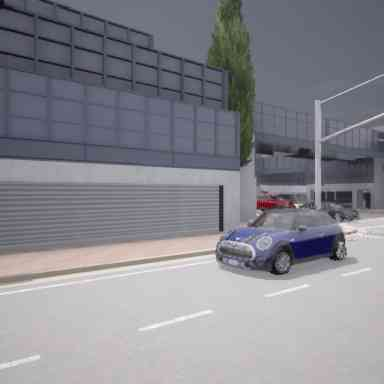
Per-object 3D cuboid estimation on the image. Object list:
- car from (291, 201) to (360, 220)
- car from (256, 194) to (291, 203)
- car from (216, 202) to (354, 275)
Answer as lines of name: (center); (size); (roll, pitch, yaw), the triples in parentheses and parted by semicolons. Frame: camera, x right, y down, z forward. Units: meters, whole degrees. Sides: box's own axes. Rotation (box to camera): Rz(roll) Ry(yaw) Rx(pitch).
car: (10.622, 1.505, 26.176); (1.837, 1.490, 4.892); (0, 0, -35)
car: (8.213, 1.221, 35.320); (2.150, 2.045, 5.566); (0, 0, -37)
car: (2.909, 1.352, 10.573); (4.553, 1.767, 2.097); (0, 0, -38)
